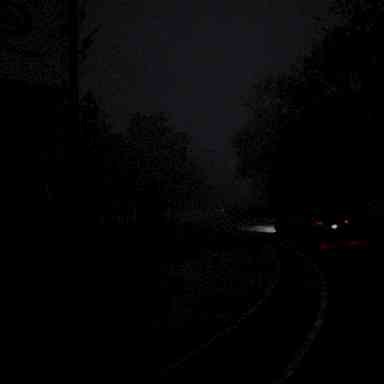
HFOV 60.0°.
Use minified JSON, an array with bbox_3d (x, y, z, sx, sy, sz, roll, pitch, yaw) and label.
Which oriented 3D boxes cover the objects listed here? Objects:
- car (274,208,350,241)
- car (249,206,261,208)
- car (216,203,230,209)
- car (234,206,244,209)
[{"bbox_3d":[5.796,1.497,16.549,1.994,1.385,4.181,-1,0,-14],"label":"car"},{"bbox_3d":[14.374,3.985,78.142,1.994,1.385,4.181,-1,-5,20],"label":"car"},{"bbox_3d":[6.262,2.939,66.259,2.128,1.511,4.902,-1,-5,20],"label":"car"},{"bbox_3d":[11.591,4.157,80.716,2.033,1.411,5.357,-1,-5,20],"label":"car"}]
